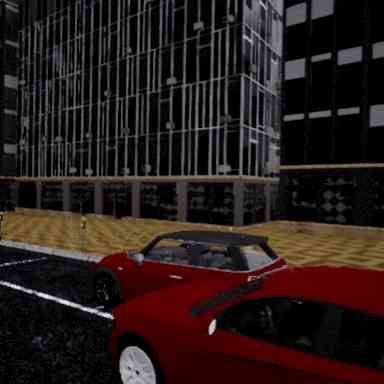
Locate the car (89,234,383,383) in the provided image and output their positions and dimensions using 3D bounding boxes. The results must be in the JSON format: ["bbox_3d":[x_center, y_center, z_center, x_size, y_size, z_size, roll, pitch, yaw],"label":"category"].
[{"bbox_3d":[1.251,1.504,3.265,5.008,1.535,1.882,0,0,37],"label":"car"}]

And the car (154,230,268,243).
[{"bbox_3d":[-0.188,1.475,6.601,4.097,1.590,1.967,0,1,35],"label":"car"}]
